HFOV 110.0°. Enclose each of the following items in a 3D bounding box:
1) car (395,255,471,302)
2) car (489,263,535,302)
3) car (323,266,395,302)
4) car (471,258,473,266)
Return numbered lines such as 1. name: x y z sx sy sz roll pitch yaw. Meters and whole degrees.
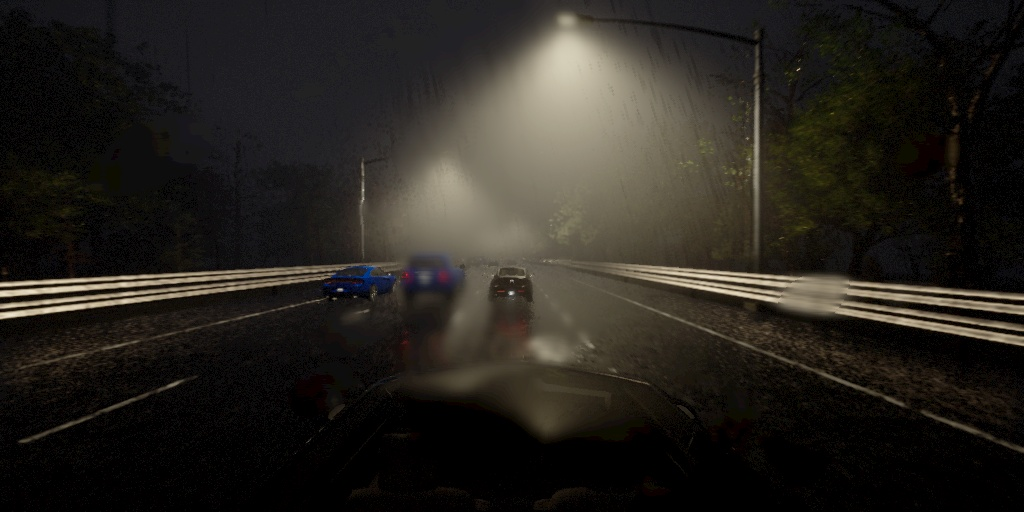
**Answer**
1. car: -3.501 0.971 17.059 2.150 2.045 5.566 0 0 0
2. car: -0.003 1.255 16.936 1.837 1.490 4.892 0 0 0
3. car: -6.999 1.227 17.083 1.882 1.535 5.008 0 0 0
4. car: -7.001 1.242 48.737 2.128 1.511 4.902 0 0 0
